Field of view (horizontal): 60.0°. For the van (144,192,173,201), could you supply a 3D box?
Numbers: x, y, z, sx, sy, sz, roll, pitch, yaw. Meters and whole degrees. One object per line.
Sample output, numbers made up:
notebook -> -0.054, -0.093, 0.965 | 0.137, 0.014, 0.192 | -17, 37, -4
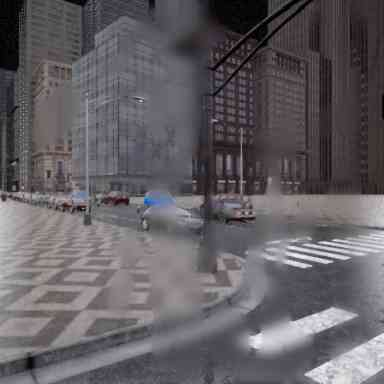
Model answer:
van -> -3.640, 0.930, 35.214 | 1.690, 1.788, 3.998 | 1, 0, -35

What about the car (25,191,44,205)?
car -> -20.097, 0.939, 43.609 | 2.008, 1.369, 4.403 | 1, 0, -35

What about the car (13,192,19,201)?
car -> -26.434, 0.702, 52.499 | 1.967, 1.590, 4.097 | 1, 0, -35

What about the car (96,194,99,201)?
car -> -13.152, 0.934, 48.552 | 2.008, 1.369, 4.403 | 1, 0, -35

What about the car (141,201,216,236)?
car -> -1.083, 1.366, 16.938 | 2.008, 1.369, 4.403 | 1, 0, -35

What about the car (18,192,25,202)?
car -> -23.267, 0.874, 48.054 | 2.008, 1.369, 4.403 | 1, 0, -35

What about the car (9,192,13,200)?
car -> -29.605, 0.747, 56.944 | 1.887, 1.381, 4.507 | 1, 0, -35

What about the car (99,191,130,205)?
car -> -9.978, 0.765, 44.105 | 2.192, 1.841, 5.009 | 1, 0, -35

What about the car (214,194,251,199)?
car -> 2.700, 1.049, 26.323 | 2.192, 1.841, 5.009 | 1, 0, -35

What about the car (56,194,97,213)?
car -> -10.590, 1.139, 30.273 | 1.887, 1.381, 4.507 | 1, 0, -35

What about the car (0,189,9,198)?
car -> -39.113, 0.611, 70.278 | 1.947, 1.339, 4.313 | 1, 0, -35

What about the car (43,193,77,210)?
car -> -13.759, 1.074, 34.718 | 2.008, 1.369, 4.403 | 1, 0, -35

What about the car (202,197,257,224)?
car -> 2.010, 1.321, 22.488 | 2.033, 1.411, 5.357 | 0, 1, -33

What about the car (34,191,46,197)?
car -> -38.507, 0.494, 84.115 | 1.887, 1.381, 4.507 | 0, 0, -35

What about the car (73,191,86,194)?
car -> -16.631, 0.957, 48.989 | 1.895, 1.301, 4.718 | 0, 1, -36
